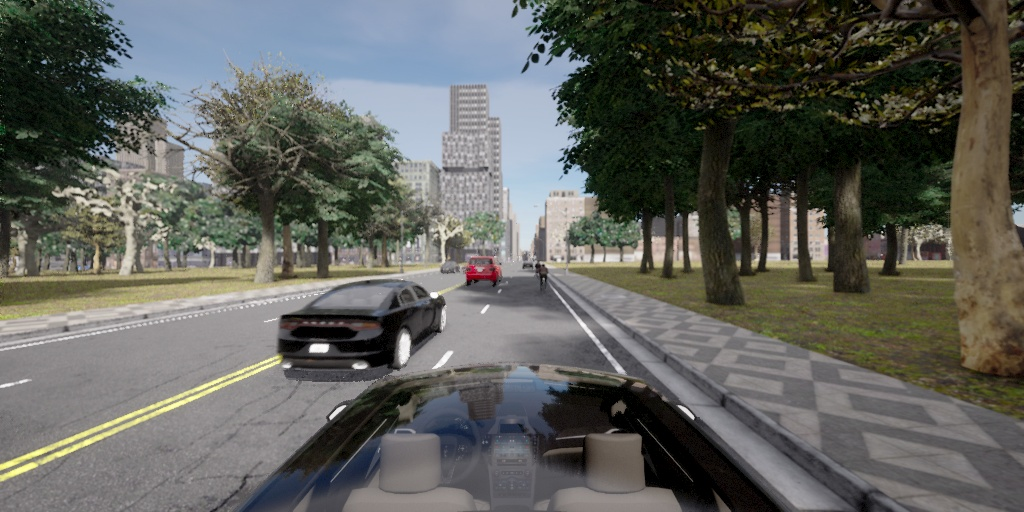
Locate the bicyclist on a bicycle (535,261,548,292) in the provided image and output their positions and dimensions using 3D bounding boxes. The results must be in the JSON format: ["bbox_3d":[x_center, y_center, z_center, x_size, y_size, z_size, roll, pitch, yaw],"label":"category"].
[{"bbox_3d":[1.764,1.266,20.074,0.582,1.620,1.656,0,-1,2],"label":"bicyclist on a bicycle"}]

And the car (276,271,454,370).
[{"bbox_3d":[-2.806,1.252,7.888,1.882,1.535,5.008,0,0,2],"label":"car"}]

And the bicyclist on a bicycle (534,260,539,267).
[{"bbox_3d":[2.203,1.228,30.285,0.659,1.776,1.843,0,0,2],"label":"bicyclist on a bicycle"}]

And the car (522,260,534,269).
[{"bbox_3d":[2.791,1.514,62.486,1.882,1.535,5.008,0,0,3],"label":"car"}]

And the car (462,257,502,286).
[{"bbox_3d":[-2.007,1.067,26.523,2.150,2.045,5.566,0,0,2],"label":"car"}]

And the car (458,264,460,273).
[{"bbox_3d":[-4.743,1.409,43.150,1.882,1.535,5.008,0,0,2],"label":"car"}]

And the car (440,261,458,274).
[{"bbox_3d":[-7.882,1.455,45.796,1.837,1.490,4.892,0,0,2],"label":"car"}]
